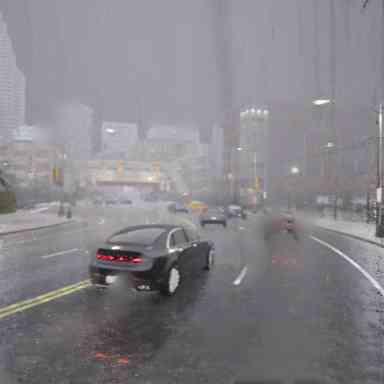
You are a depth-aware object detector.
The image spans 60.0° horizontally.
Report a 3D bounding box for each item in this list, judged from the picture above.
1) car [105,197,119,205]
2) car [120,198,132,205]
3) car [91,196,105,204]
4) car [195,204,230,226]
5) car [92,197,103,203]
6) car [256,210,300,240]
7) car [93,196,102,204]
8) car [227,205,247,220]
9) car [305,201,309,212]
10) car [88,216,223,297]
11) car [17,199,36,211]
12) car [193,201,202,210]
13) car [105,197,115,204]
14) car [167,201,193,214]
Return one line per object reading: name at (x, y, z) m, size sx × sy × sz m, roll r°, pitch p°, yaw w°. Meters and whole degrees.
car at (-18.074, 2.118, 74.521) m, size 1.994 × 1.385 × 4.181 m, roll 1°, pitch -1°, yaw -16°
car at (-14.837, 2.235, 75.938) m, size 1.895 × 1.301 × 4.718 m, roll 1°, pitch -1°, yaw -16°
car at (-21.284, 1.996, 75.243) m, size 2.097 × 1.535 × 5.008 m, roll 1°, pitch -1°, yaw -16°
car at (1.561, 1.907, 26.415) m, size 1.994 × 1.385 × 4.181 m, roll 1°, pitch -1°, yaw -1°
car at (-26.005, 2.110, 91.783) m, size 2.231 × 1.521 × 4.892 m, roll 1°, pitch -1°, yaw -6°
car at (4.890, 1.822, 19.164) m, size 1.837 × 1.490 × 4.892 m, roll 1°, pitch 0°, yaw 6°
car at (-23.142, 1.911, 81.396) m, size 2.185 × 1.767 × 4.553 m, roll 1°, pitch -1°, yaw -16°
car at (3.953, 1.990, 33.079) m, size 1.812 × 1.442 × 4.674 m, roll 1°, pitch -1°, yaw -11°
car at (18.265, 2.200, 52.175) m, size 2.185 × 1.767 × 4.553 m, roll 1°, pitch -1°, yaw -16°
car at (-0.773, 1.598, 9.026) m, size 1.837 × 1.490 × 4.892 m, roll 1°, pitch -1°, yaw 20°
car at (-22.806, 1.597, 42.864) m, size 4.902 × 1.511 × 2.128 m, roll 1°, pitch -1°, yaw -13°
car at (0.328, 2.053, 47.880) m, size 1.882 × 1.535 × 5.008 m, roll 1°, pitch -1°, yaw -15°
car at (-20.400, 2.148, 82.867) m, size 2.128 × 1.511 × 4.902 m, roll 1°, pitch -1°, yaw -16°
car at (-1.845, 2.022, 42.604) m, size 2.033 × 1.411 × 5.357 m, roll 1°, pitch -1°, yaw -15°
